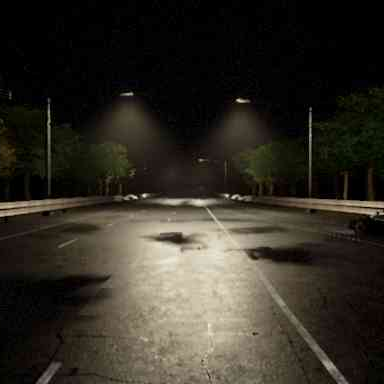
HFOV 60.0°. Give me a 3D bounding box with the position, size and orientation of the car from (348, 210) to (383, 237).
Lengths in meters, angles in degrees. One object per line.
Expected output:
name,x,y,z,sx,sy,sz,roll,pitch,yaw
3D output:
car,8.842,1.336,13.695,2.033,1.411,5.357,0,0,-10
